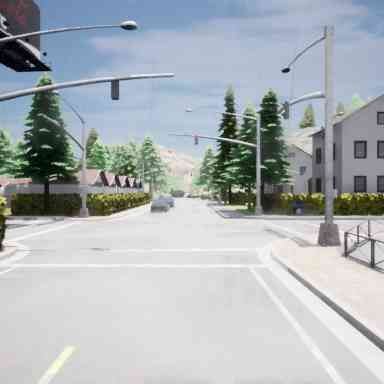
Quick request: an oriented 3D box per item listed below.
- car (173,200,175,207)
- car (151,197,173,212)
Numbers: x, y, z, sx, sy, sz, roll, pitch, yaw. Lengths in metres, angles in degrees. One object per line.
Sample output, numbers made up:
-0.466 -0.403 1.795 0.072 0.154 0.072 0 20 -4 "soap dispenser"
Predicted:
-3.611 1.477 48.742 1.882 1.535 5.008 0 0 0 "car"
-3.623 1.547 38.459 2.033 1.411 5.357 0 0 0 "car"
